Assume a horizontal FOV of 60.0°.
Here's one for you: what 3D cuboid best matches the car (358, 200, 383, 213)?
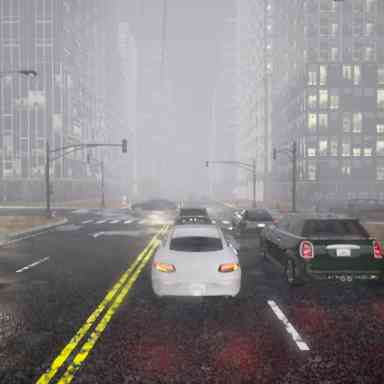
[{"bbox_3d":[21.715,1.634,37.876,4.829,1.417,1.752,1,0,1],"label":"car"}]

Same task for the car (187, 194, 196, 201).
[{"bbox_3d":[-0.201,1.400,80.324,1.837,1.490,4.892,0,0,0],"label":"car"}]

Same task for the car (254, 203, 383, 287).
[{"bbox_3d":[3.327,1.346,9.436,2.097,1.767,4.553,0,0,0],"label":"car"}]

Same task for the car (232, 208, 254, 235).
[{"bbox_3d":[3.304,1.551,17.822,1.994,1.385,4.181,0,0,0],"label":"car"}]

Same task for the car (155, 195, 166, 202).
[{"bbox_3d":[-6.681,1.401,71.451,1.882,1.535,5.008,0,0,0],"label":"car"}]

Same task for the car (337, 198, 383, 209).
[{"bbox_3d":[16.127,1.512,29.575,5.009,1.841,2.192,1,0,1],"label":"car"}]

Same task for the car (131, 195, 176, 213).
[{"bbox_3d":[-4.073,1.428,35.616,4.892,1.490,1.837,0,1,1],"label":"car"}]

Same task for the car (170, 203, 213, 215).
[{"bbox_3d":[0.057,1.492,17.408,1.837,1.490,4.892,0,0,0],"label":"car"}]

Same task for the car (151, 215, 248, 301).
[{"bbox_3d":[0.081,1.520,8.159,1.812,1.442,4.674,0,0,0],"label":"car"}]

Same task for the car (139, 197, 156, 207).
[{"bbox_3d":[-6.717,1.517,50.752,1.994,1.385,4.181,0,0,0],"label":"car"}]

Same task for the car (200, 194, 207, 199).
[{"bbox_3d":[3.022,1.246,90.749,1.812,1.442,4.674,0,0,0],"label":"car"}]

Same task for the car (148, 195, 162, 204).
[{"bbox_3d":[-6.722,1.416,61.076,1.882,1.535,5.008,0,0,1],"label":"car"}]

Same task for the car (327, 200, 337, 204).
[{"bbox_3d":[15.419,1.588,35.371,4.902,1.511,2.128,1,1,1],"label":"car"}]

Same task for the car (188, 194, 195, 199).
[{"bbox_3d":[-0.228,1.200,90.742,1.882,1.535,5.008,0,0,0],"label":"car"}]

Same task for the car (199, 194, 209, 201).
[{"bbox_3d":[3.049,1.378,80.332,1.882,1.535,5.008,0,0,0],"label":"car"}]
